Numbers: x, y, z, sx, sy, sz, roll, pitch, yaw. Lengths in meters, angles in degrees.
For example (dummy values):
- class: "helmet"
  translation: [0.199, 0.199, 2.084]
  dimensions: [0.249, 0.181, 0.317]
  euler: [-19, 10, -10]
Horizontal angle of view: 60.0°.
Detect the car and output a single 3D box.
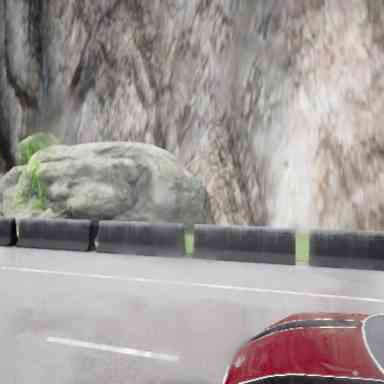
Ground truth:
- class: "car"
  translation: [2.327, 1.350, 1.957]
  dimensions: [4.553, 1.767, 2.097]
  euler: [0, 0, 17]
